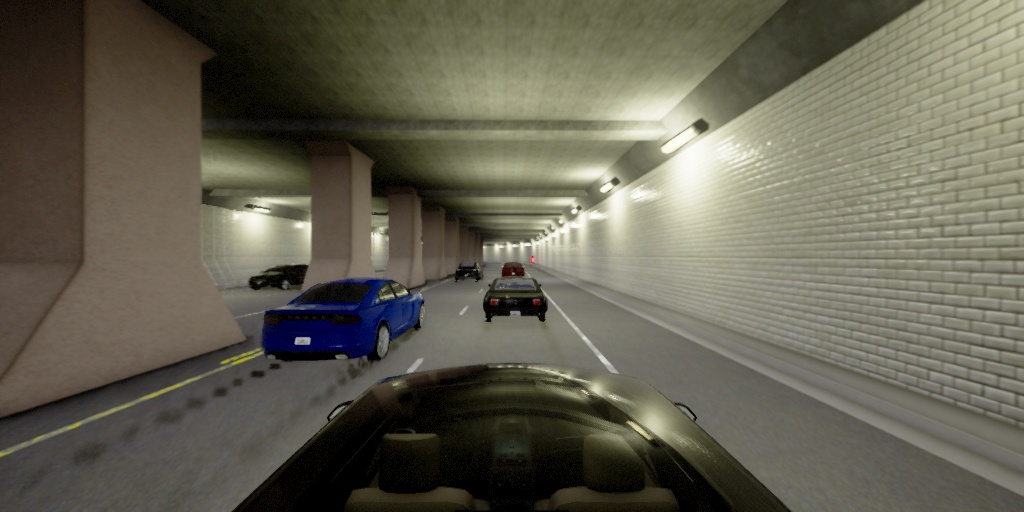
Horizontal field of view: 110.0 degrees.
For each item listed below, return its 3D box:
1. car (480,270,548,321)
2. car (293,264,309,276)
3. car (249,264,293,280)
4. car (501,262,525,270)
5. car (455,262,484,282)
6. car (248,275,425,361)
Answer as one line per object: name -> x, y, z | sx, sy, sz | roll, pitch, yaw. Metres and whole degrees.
car -> 0.100, 1.348, 12.408 | 1.895, 1.301, 4.718 | 0, 0, 0
car -> -10.599, 0.968, 22.152 | 2.150, 2.045, 5.566 | 0, 0, 0
car -> -14.098, 1.250, 22.393 | 1.837, 1.490, 4.892 | 0, 0, 0
car -> 0.100, 1.221, 30.507 | 1.882, 1.535, 5.008 | 0, 0, 0
car -> -3.399, 1.235, 28.907 | 2.128, 1.511, 4.902 | 0, 0, 0
car -> -3.399, 1.226, 8.299 | 1.882, 1.535, 5.008 | 0, 0, 0
